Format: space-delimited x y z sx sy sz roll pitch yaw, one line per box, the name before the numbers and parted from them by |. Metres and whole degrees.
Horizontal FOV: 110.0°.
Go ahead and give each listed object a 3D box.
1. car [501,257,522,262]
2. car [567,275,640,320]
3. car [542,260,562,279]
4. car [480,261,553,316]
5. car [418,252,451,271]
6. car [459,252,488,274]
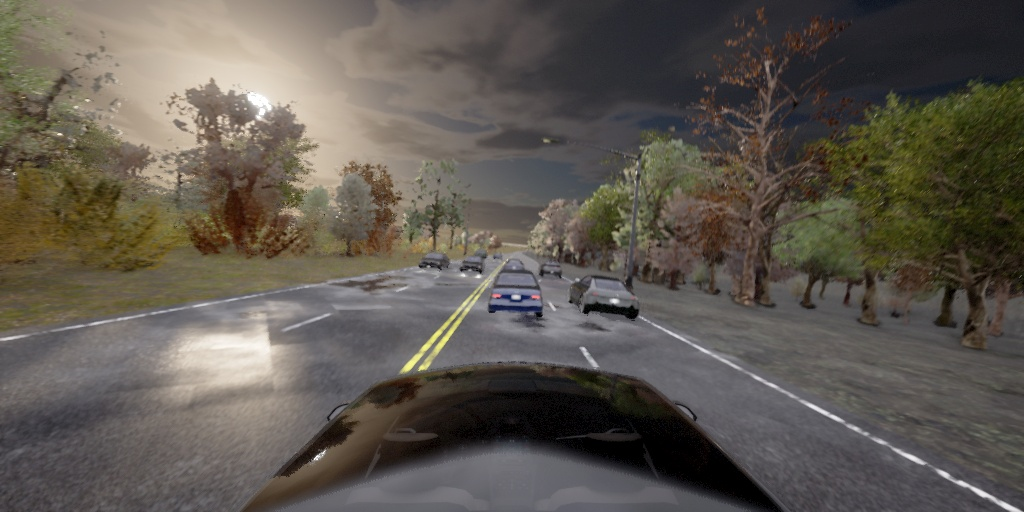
car | 0.219 0.961 33.580 1.994 1.385 4.181 5 1 0
car | 3.433 1.449 13.972 1.994 1.385 4.181 7 1 0
car | 3.467 1.169 33.085 2.128 1.511 4.902 5 0 0
car | 0.134 1.191 13.307 2.033 1.411 5.357 2 2 0
car | -6.475 0.420 30.692 2.033 1.411 5.357 5 1 0
car | -3.237 0.696 30.660 2.033 1.411 5.357 5 1 0
